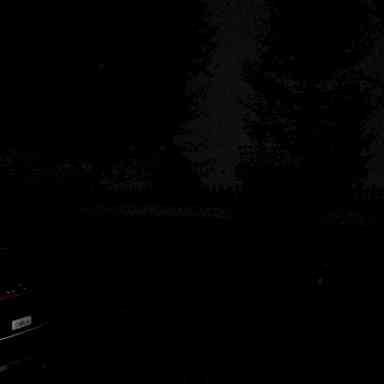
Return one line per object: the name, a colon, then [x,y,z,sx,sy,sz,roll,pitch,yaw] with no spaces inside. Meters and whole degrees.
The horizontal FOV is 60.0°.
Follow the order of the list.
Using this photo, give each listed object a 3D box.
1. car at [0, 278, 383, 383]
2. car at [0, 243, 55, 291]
car: [0.490,1.581,2.546,4.206,1.307,1.802,0,0,35]
car: [-4.095,1.546,5.795,4.403,1.369,2.008,0,0,35]
